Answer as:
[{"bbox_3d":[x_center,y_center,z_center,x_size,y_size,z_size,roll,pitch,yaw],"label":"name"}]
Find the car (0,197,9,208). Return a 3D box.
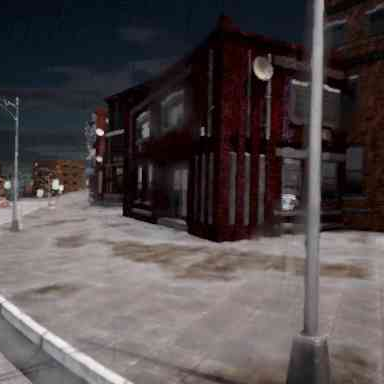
[{"bbox_3d":[-30.294,1.551,52.161,2.097,1.767,4.553,1,-1,-19],"label":"car"}]
